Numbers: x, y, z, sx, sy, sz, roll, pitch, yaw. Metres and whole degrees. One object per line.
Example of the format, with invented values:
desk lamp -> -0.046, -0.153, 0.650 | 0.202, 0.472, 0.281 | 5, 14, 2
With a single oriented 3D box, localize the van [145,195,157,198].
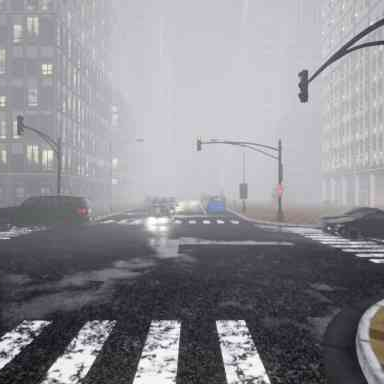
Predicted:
van -> -5.718, 1.341, 47.001 | 1.690, 1.788, 3.998 | 0, 0, 0

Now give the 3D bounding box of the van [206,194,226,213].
van -> 2.722, 1.341, 35.886 | 1.690, 1.788, 3.998 | 0, 0, 0

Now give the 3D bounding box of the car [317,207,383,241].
car -> 8.873, 1.648, 16.700 | 4.181, 1.385, 1.994 | 0, 0, -1

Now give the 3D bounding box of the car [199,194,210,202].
car -> 2.796, 1.312, 74.657 | 2.192, 1.841, 5.009 | 0, 0, 0

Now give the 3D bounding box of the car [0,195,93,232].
car -> -8.716, 1.198, 19.601 | 5.566, 2.045, 2.150 | 1, 0, -1

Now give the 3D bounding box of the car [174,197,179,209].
car -> -3.148, 1.547, 43.054 | 2.033, 1.411, 5.357 | 0, 0, 0

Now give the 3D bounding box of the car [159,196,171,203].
car -> -5.612, 1.548, 69.157 | 2.008, 1.369, 4.403 | 0, 0, 0

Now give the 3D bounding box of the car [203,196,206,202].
car -> 2.658, 1.544, 41.424 | 1.887, 1.381, 4.507 | 0, 0, 0

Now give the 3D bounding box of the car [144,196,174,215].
car -> -3.204, 1.491, 33.268 | 2.128, 1.511, 4.902 | 0, 0, -1

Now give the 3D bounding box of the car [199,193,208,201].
car -> 2.850, 1.309, 85.736 | 2.192, 1.841, 5.009 | 0, 0, 0

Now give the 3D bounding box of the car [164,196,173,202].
car -> -5.558, 1.578, 80.236 | 1.802, 1.307, 4.206 | 0, 0, 0

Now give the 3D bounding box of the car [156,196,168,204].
car -> -5.639, 1.564, 63.618 | 1.947, 1.339, 4.313 | 0, 0, 0

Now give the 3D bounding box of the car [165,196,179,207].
car -> -3.089, 1.477, 53.193 | 1.882, 1.535, 5.008 | 0, 0, 1

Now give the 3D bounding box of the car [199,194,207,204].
car -> 2.742, 1.313, 63.578 | 2.192, 1.841, 5.009 | 0, 0, 0

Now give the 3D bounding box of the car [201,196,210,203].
car -> 2.768, 1.542, 69.117 | 1.887, 1.381, 4.507 | 0, 0, 0
